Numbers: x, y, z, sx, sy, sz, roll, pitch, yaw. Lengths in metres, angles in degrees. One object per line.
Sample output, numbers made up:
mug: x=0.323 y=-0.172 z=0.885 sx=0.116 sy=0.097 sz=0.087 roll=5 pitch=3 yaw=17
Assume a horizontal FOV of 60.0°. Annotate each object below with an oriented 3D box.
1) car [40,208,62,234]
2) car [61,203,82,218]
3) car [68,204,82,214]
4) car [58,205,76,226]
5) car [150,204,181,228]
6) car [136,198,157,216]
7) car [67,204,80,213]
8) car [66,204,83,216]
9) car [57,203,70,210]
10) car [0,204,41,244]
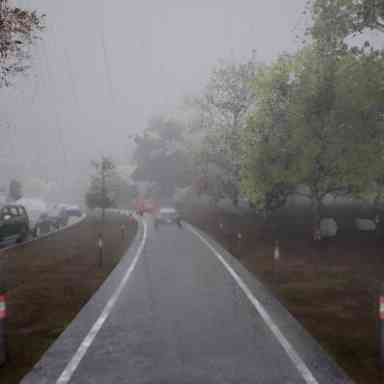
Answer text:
car: x=-10.307 y=1.984 z=21.292 sx=2.231 sy=1.521 sz=4.892 roll=2 pitch=-2 yaw=-9
car: x=-15.066 y=2.451 z=42.377 sx=2.097 sy=1.535 sz=5.008 roll=0 pitch=-2 yaw=-16
car: x=-18.963 y=2.752 z=53.759 sx=2.097 sy=1.535 sz=5.008 roll=0 pitch=-2 yaw=-20
car: x=-11.233 y=2.103 z=26.805 sx=2.231 sy=1.521 sz=4.892 roll=2 pitch=-2 yaw=-9
car: x=-1.893 y=1.818 z=24.480 sx=1.812 sy=1.442 sz=4.674 roll=0 pitch=-1 yaw=-9
car: x=-5.481 y=1.810 z=40.345 sx=2.150 sy=2.045 sz=5.566 roll=0 pitch=-1 yaw=-17
car: x=-21.307 y=2.935 z=59.532 sx=2.002 sy=1.452 sz=4.674 roll=0 pitch=-1 yaw=-23
car: x=-16.986 y=2.601 z=48.404 sx=2.231 sy=1.521 sz=4.892 roll=0 pitch=-2 yaw=-18
car: x=-28.782 y=3.321 z=74.423 sx=2.002 sy=1.452 sz=4.674 roll=1 pitch=-2 yaw=-30
car: x=-9.563 y=1.614 z=15.723 sx=2.435 sy=2.045 sz=5.566 roll=2 pitch=-2 yaw=-7
